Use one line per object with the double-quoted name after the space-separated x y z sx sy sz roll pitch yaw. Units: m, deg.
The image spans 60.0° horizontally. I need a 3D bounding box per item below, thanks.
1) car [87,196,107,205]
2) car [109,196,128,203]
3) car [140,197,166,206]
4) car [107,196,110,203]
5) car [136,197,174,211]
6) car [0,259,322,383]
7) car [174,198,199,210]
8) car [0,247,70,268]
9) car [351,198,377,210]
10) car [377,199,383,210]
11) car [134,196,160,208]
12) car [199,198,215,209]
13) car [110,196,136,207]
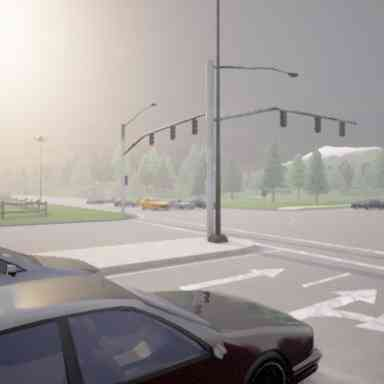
-17.350 1.554 59.464 1.994 1.385 4.181 0 0 -35 "car"
-15.371 1.511 68.980 2.128 1.511 4.902 0 0 -35 "car"
-6.608 1.534 56.266 2.033 1.411 5.357 0 0 -35 "car"
-16.851 1.514 64.943 1.812 1.442 4.674 0 0 -34 "car"
-4.665 1.468 41.213 1.882 1.535 5.008 0 0 -35 "car"
-1.138 1.547 2.950 5.357 1.411 2.033 0 0 -36 "car"
-1.550 1.590 42.866 1.895 1.301 4.718 0 0 -35 "car"
-3.556 1.562 5.507 4.181 1.385 1.994 0 0 -36 "car"
22.841 1.527 43.021 5.357 1.411 2.033 0 0 -32 "car"
25.413 1.201 40.591 5.566 2.045 2.150 0 0 -35 "car"
-6.899 1.466 50.547 1.882 1.535 5.008 0 0 -35 "car"
1.303 1.535 44.899 2.033 1.411 5.357 0 0 -35 "car"
-9.887 1.516 48.712 1.812 1.442 4.674 0 0 -35 "car"
